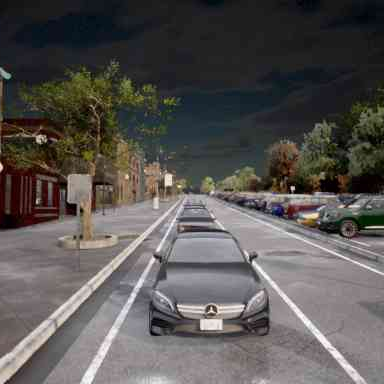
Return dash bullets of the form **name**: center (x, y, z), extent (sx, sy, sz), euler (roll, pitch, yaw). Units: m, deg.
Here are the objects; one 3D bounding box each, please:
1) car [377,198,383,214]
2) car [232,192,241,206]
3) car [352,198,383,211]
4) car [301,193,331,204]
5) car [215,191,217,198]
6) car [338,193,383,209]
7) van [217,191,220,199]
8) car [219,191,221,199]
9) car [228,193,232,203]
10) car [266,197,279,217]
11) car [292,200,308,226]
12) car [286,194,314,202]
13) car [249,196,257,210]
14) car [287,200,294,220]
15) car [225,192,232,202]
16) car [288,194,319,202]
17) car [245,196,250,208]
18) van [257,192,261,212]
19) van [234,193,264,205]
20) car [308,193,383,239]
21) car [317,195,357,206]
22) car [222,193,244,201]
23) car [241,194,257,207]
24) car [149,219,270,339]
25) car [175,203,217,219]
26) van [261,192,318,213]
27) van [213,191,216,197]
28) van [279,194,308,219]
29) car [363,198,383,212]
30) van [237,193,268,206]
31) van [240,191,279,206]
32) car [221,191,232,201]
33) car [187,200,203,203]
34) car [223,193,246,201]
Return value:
- **car**: center (22.432, 1.444, 34.622), extent (5.366, 1.575, 1.946), euler (0, 0, 0)
- **car**: center (9.050, 1.113, 47.848), extent (5.566, 2.045, 2.435), euler (0, 1, 0)
- **car**: center (22.238, 1.451, 40.176), extent (4.792, 1.488, 2.163), euler (0, 0, 0)
- **car**: center (22.109, 1.135, 59.605), extent (4.553, 1.767, 2.185), euler (0, 1, 0)
- **car**: center (8.845, 1.064, 81.488), extent (5.008, 1.535, 2.097), euler (0, 1, 0)
- **car**: center (22.162, 1.153, 42.948), extent (5.566, 2.045, 2.435), euler (0, 0, 0)
- **van**: center (8.753, 0.863, 78.682), extent (4.442, 1.987, 1.878), euler (0, 1, 0)
- **car**: center (8.917, 0.938, 67.470), extent (5.566, 2.045, 2.435), euler (0, 1, 0)
- **car**: center (9.014, 1.290, 56.260), extent (4.892, 1.521, 2.231), euler (0, 1, 0)
- **car**: center (9.205, 1.460, 28.219), extent (5.008, 1.535, 2.097), euler (0, 0, 0)
- **car**: center (9.082, 1.466, 19.808), extent (5.366, 1.575, 1.946), euler (0, 0, 0)
- **car**: center (22.028, 1.188, 67.933), extent (4.892, 1.521, 2.231), euler (0, 1, 0)
- **car**: center (9.183, 1.469, 36.631), extent (4.792, 1.488, 2.163), euler (0, 0, 0)
- **car**: center (9.251, 1.506, 22.613), extent (4.674, 1.452, 2.002), euler (0, 0, 0)
- **car**: center (8.980, 1.279, 61.867), extent (4.674, 1.452, 2.002), euler (0, 1, 0)
- **car**: center (21.856, 1.208, 65.155), extent (5.366, 1.575, 1.946), euler (0, 0, 0)
- **car**: center (9.132, 1.465, 39.439), extent (4.674, 1.452, 2.002), euler (0, 0, 0)
- **van**: center (9.289, 1.222, 33.828), extent (4.442, 1.987, 1.878), euler (0, 0, 0)
- **van**: center (9.156, 1.088, 53.456), extent (4.442, 1.987, 1.878), euler (0, 1, 0)
- **car**: center (9.258, 1.220, 17.006), extent (5.566, 2.045, 2.435), euler (0, 0, 0)
- **car**: center (22.321, 1.332, 51.279), extent (5.366, 1.575, 1.946), euler (0, 1, 0)
- **car**: center (8.876, 1.014, 73.078), extent (4.553, 1.767, 2.185), euler (0, 1, 0)
- **car**: center (9.122, 1.408, 42.242), extent (4.892, 1.521, 2.231), euler (0, 0, 0)
- **car**: center (0.255, 1.524, 6.803), extent (1.812, 1.442, 4.674), euler (0, 0, 0)
- **car**: center (0.199, 1.532, 17.382), extent (2.033, 1.411, 5.357), euler (0, 0, 0)
- **van**: center (9.075, 1.230, 31.025), extent (4.442, 1.987, 1.878), euler (0, 0, 0)
- **van**: center (8.677, 0.764, 89.895), extent (4.442, 1.987, 1.878), euler (0, 1, 0)
- **van**: center (9.346, 1.237, 25.416), extent (4.442, 1.987, 1.878), euler (0, 0, 0)
- **car**: center (22.199, 1.468, 37.392), extent (4.792, 1.488, 2.163), euler (0, 0, 0)
- **van**: center (9.175, 1.113, 50.653), extent (4.442, 1.987, 1.878), euler (0, 1, 0)
- **van**: center (9.213, 1.163, 45.048), extent (4.442, 1.987, 1.878), euler (0, 0, 0)
- **car**: center (8.936, 0.963, 64.667), extent (5.566, 2.045, 2.435), euler (0, 1, 0)
- **car**: center (0.230, 1.442, 29.830), extent (2.128, 1.511, 4.902), euler (0, 0, 0)
- **car**: center (8.895, 1.039, 70.274), extent (4.553, 1.767, 2.185), euler (0, 1, 0)
